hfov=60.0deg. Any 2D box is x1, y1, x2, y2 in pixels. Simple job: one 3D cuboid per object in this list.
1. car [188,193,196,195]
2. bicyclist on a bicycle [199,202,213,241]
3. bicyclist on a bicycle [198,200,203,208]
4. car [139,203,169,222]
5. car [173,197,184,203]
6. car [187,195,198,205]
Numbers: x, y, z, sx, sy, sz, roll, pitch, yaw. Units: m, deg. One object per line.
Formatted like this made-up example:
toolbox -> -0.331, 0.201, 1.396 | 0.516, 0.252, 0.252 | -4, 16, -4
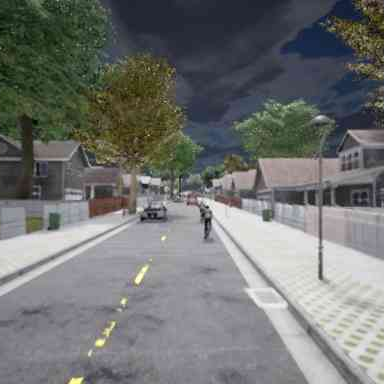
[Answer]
car -> -0.012, 1.319, 75.657 | 2.150, 2.045, 5.566 | 0, 0, 0
bicyclist on a bicycle -> 0.756, 1.453, 15.818 | 0.582, 1.620, 1.656 | 0, 0, 0
bicyclist on a bicycle -> 0.755, 1.458, 24.833 | 0.582, 1.620, 1.656 | 0, 0, 0
car -> -2.853, 1.570, 25.952 | 1.994, 1.385, 4.181 | 0, 0, 0
car -> -2.763, 1.632, 68.448 | 1.994, 1.385, 4.181 | 0, 0, 0
car -> 0.039, 1.624, 58.999 | 1.994, 1.385, 4.181 | 0, 0, 0
